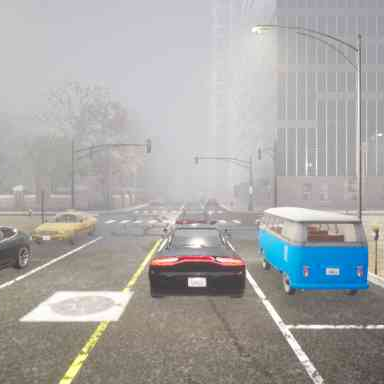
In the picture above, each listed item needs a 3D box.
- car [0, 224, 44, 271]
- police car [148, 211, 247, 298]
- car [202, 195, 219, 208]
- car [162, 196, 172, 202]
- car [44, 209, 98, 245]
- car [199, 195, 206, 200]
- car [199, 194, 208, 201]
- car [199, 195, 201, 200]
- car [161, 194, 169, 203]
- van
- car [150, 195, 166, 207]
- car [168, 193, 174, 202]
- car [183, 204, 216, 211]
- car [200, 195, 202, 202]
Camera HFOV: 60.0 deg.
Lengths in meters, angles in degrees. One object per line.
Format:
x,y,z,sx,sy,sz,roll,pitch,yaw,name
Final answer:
-5.759,1.562,8.435,1.947,1.339,4.313,0,0,0,car
0.108,1.501,8.611,2.038,1.542,4.974,0,0,0,police car
2.755,1.416,46.550,1.967,1.590,4.097,0,0,0,car
-5.588,1.537,74.971,1.802,1.307,4.206,0,0,0,car
-5.797,1.518,15.669,1.752,1.417,4.829,0,0,0,car
2.817,1.452,92.172,1.752,1.417,4.829,0,0,0,car
2.801,1.388,80.637,1.967,1.590,4.097,0,0,0,car
2.793,1.521,74.955,1.947,1.339,4.313,0,0,0,car
-5.612,1.520,57.923,2.008,1.369,4.403,0,0,0,car
2.785,1.337,8.425,1.690,1.788,3.998,0,0,0,van
-5.619,1.517,52.240,1.887,1.381,4.507,0,0,0,car
-5.595,1.277,69.289,2.192,1.841,5.009,0,0,0,car
0.123,1.555,17.573,1.994,1.385,4.181,0,0,0,car
2.762,1.538,52.231,1.947,1.339,4.313,0,0,0,car
